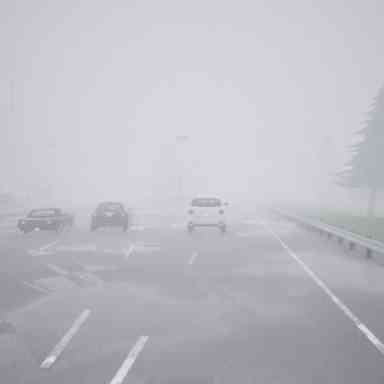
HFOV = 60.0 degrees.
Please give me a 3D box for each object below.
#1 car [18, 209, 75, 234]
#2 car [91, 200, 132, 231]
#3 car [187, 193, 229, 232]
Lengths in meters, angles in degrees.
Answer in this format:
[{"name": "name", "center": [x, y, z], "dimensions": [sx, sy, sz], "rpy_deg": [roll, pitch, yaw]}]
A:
[{"name": "car", "center": [-8.251, 1.615, 19.381], "dimensions": [1.895, 1.301, 4.718], "rpy_deg": [0, 0, -6]}, {"name": "car", "center": [-4.937, 1.365, 20.921], "dimensions": [2.097, 1.767, 4.553], "rpy_deg": [0, 0, -7]}, {"name": "car", "center": [1.022, 1.235, 20.327], "dimensions": [2.150, 2.045, 5.566], "rpy_deg": [0, 0, 6]}]
